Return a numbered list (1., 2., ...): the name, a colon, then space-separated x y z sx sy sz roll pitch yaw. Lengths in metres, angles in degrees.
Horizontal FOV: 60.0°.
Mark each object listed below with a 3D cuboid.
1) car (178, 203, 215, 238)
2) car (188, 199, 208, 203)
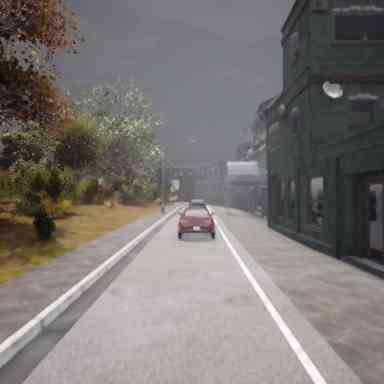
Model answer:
1. car: 0.244 1.513 17.592 1.812 1.442 4.674 0 0 1
2. car: 0.601 1.481 35.629 1.837 1.490 4.892 0 0 1
